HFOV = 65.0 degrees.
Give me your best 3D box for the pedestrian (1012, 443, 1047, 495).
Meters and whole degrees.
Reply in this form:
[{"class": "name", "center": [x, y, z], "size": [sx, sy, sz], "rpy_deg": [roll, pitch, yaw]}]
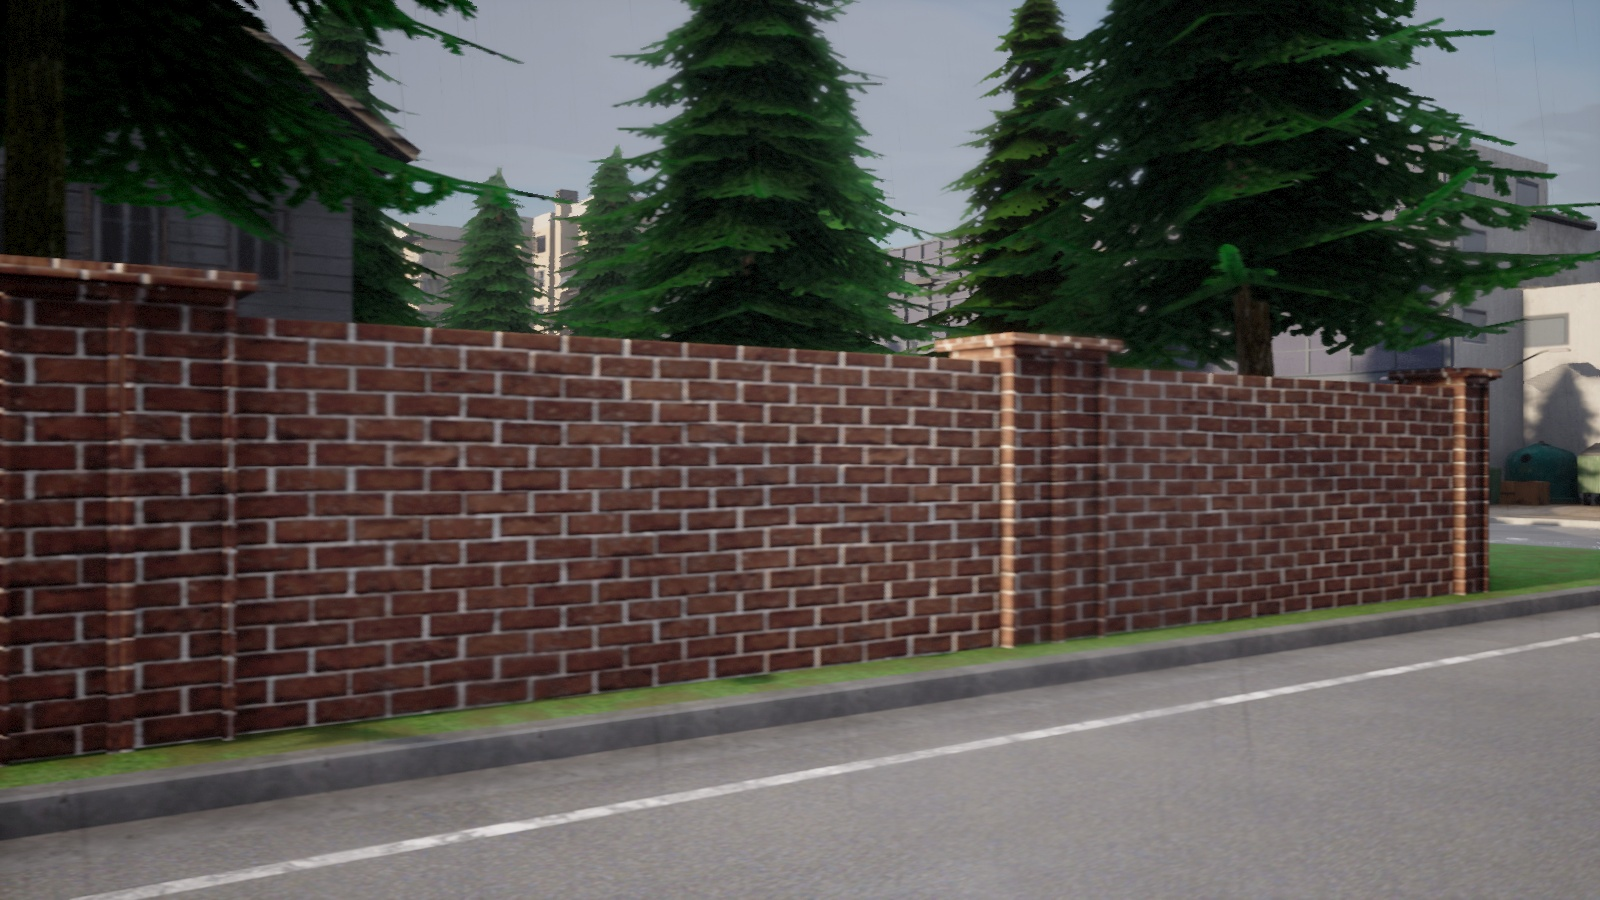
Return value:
[{"class": "pedestrian", "center": [8.270, 0.676, 45.331], "size": [0.874, 1.855, 0.900], "rpy_deg": [0, 0, -42]}]
